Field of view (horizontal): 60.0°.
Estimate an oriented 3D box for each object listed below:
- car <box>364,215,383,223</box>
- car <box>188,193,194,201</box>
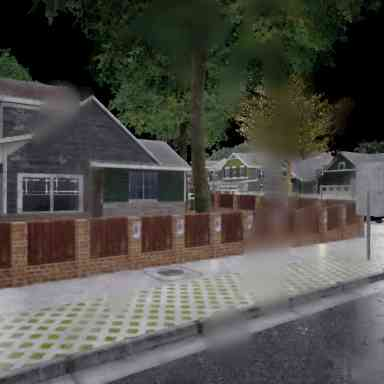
[{"bbox_3d":[10.762,1.363,22.637,1.895,1.301,4.718,0,1,-32],"label":"car"},{"bbox_3d":[0.027,0.892,39.779,1.812,1.442,4.674,0,1,-32],"label":"car"}]
